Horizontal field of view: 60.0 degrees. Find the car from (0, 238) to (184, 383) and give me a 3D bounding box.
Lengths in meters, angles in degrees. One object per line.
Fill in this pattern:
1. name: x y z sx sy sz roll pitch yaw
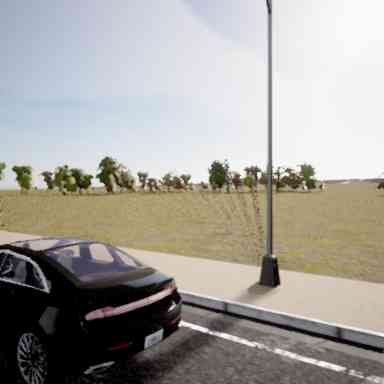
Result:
1. car: -2.417 1.492 5.286 4.902 1.511 2.128 0 0 35
